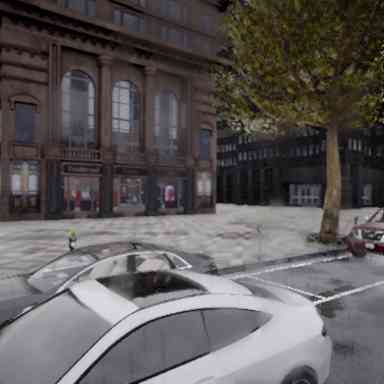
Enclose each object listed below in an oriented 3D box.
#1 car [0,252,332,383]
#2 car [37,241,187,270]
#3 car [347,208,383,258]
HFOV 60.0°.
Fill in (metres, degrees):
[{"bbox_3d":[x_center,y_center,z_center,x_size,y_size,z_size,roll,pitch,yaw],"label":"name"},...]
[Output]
[{"bbox_3d":[-0.637,1.538,2.916,4.674,1.442,1.812,1,0,-35],"label":"car"},{"bbox_3d":[-1.485,1.573,5.581,4.403,1.369,2.008,1,0,-35],"label":"car"},{"bbox_3d":[7.770,1.435,12.160,5.009,1.841,2.192,1,0,-35],"label":"car"}]
